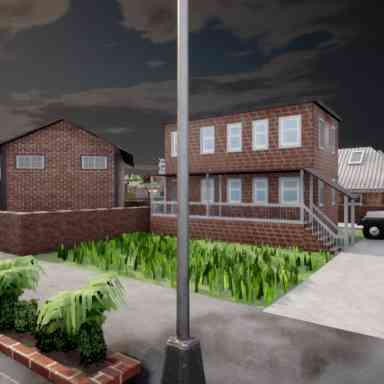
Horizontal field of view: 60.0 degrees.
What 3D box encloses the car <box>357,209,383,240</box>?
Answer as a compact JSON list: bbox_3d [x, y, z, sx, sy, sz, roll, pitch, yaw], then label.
[{"bbox_3d":[8.493,0.973,12.590,3.866,1.878,1.905,0,0,36],"label":"car"}]
